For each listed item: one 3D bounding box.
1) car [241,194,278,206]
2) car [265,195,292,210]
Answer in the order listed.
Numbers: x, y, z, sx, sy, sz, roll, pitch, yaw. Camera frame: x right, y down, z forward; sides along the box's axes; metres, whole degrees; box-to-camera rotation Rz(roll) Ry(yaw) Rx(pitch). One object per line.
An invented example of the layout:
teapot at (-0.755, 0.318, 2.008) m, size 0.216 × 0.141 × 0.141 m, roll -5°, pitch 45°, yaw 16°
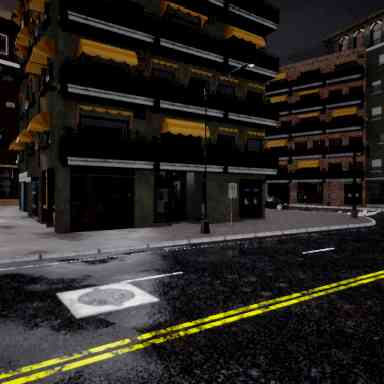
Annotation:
car at (9.111, 1.078, 44.851) m, size 4.403 × 1.369 × 2.008 m, roll 1°, pitch 0°, yaw 38°
car at (8.231, 1.166, 34.871) m, size 4.403 × 1.369 × 2.008 m, roll 1°, pitch 0°, yaw 38°
